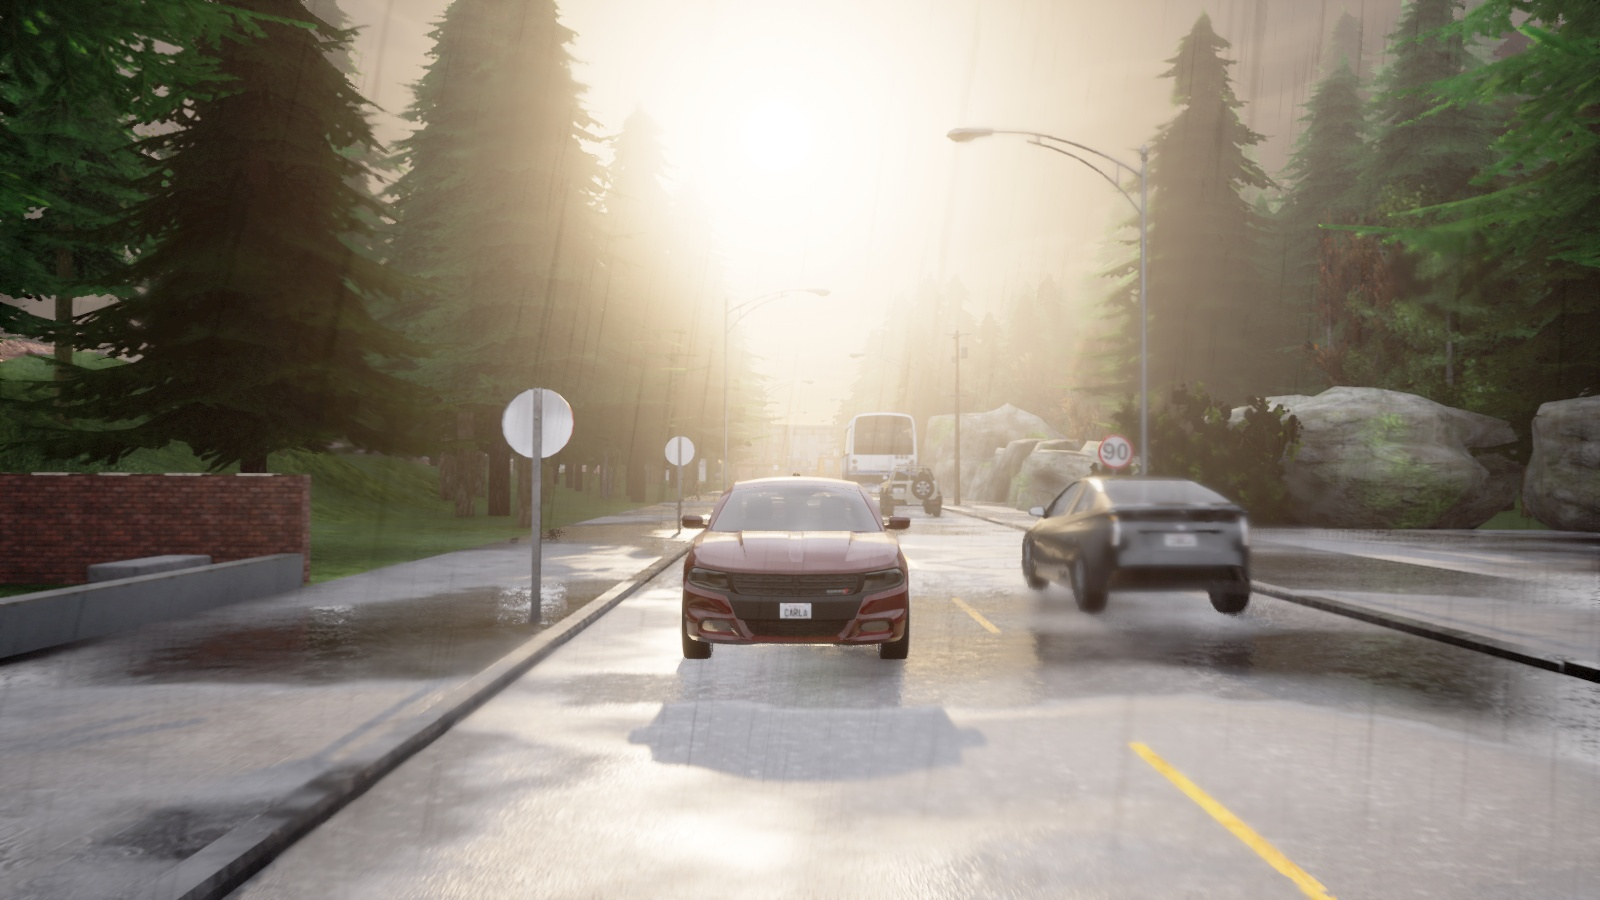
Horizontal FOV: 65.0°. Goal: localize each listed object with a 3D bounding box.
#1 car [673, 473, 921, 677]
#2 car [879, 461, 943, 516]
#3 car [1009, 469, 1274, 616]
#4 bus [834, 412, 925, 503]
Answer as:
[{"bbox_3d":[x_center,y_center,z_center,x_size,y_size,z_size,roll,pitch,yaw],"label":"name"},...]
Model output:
[{"bbox_3d":[-0.031,0.995,12.077,1.882,1.535,5.008,0,-1,0],"label":"car"},{"bbox_3d":[3.900,1.364,44.745,1.932,1.855,4.605,0,-1,1],"label":"car"},{"bbox_3d":[3.961,1.004,15.429,2.007,1.525,4.514,0,-1,0],"label":"car"},{"bbox_3d":[3.874,0.491,63.864,3.944,4.253,10.273,0,-2,0],"label":"bus"}]
